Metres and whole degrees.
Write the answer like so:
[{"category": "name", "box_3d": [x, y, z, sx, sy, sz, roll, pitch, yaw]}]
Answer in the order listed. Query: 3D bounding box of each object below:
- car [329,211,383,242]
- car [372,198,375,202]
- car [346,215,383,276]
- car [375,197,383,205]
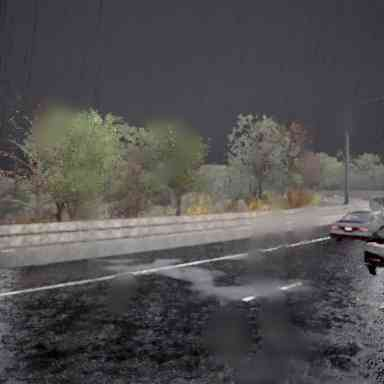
[{"category": "car", "box_3d": [8.412, 1.621, 15.876, 5.357, 1.411, 2.033, 0, 0, -45]}, {"category": "car", "box_3d": [46.618, 1.914, 82.676, 1.812, 1.442, 4.674, 0, 0, 4]}, {"category": "car", "box_3d": [6.578, 1.537, 9.419, 4.902, 1.511, 2.128, 1, 0, -42]}, {"category": "car", "box_3d": [35.211, 1.644, 60.178, 1.837, 1.490, 4.892, 0, 0, 15]}]
